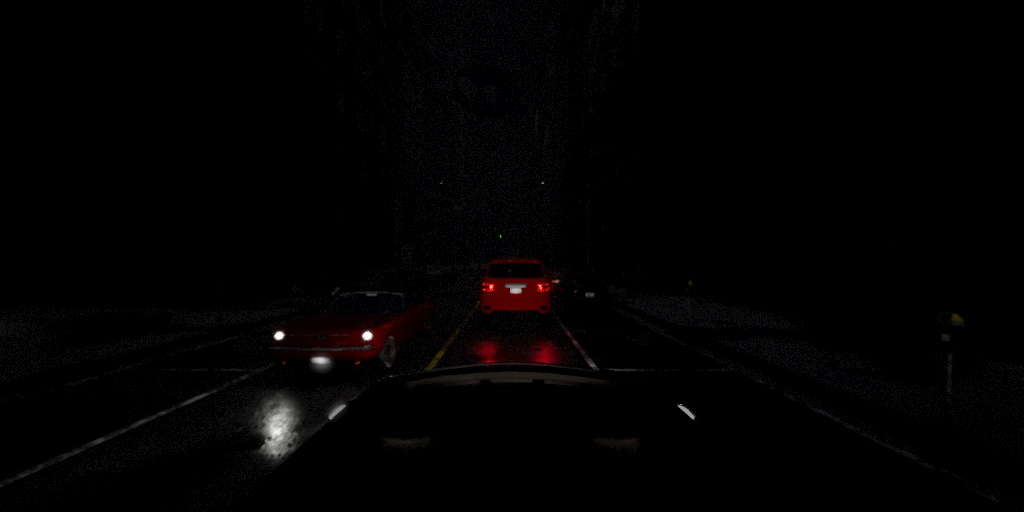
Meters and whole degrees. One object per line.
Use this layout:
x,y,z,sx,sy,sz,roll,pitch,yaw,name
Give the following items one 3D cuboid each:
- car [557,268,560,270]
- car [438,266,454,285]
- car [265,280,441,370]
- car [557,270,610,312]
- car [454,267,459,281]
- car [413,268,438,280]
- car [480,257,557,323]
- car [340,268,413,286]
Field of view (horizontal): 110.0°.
2.780,1.463,20.278,1.888,1.381,4.507,0,0,0,car
-5.740,1.519,25.792,2.007,1.370,4.403,0,0,0,car
-3.093,1.407,8.015,1.895,1.301,4.718,0,-1,0,car
2.775,1.433,14.774,1.948,1.339,4.313,0,0,0,car
-5.734,1.564,31.297,1.888,1.381,4.507,0,0,0,car
-5.746,1.484,20.287,1.948,1.339,4.313,0,0,0,car
0.114,1.072,12.730,2.150,2.045,5.566,0,0,0,car
-5.751,1.308,14.782,1.967,1.591,4.097,0,0,0,car
